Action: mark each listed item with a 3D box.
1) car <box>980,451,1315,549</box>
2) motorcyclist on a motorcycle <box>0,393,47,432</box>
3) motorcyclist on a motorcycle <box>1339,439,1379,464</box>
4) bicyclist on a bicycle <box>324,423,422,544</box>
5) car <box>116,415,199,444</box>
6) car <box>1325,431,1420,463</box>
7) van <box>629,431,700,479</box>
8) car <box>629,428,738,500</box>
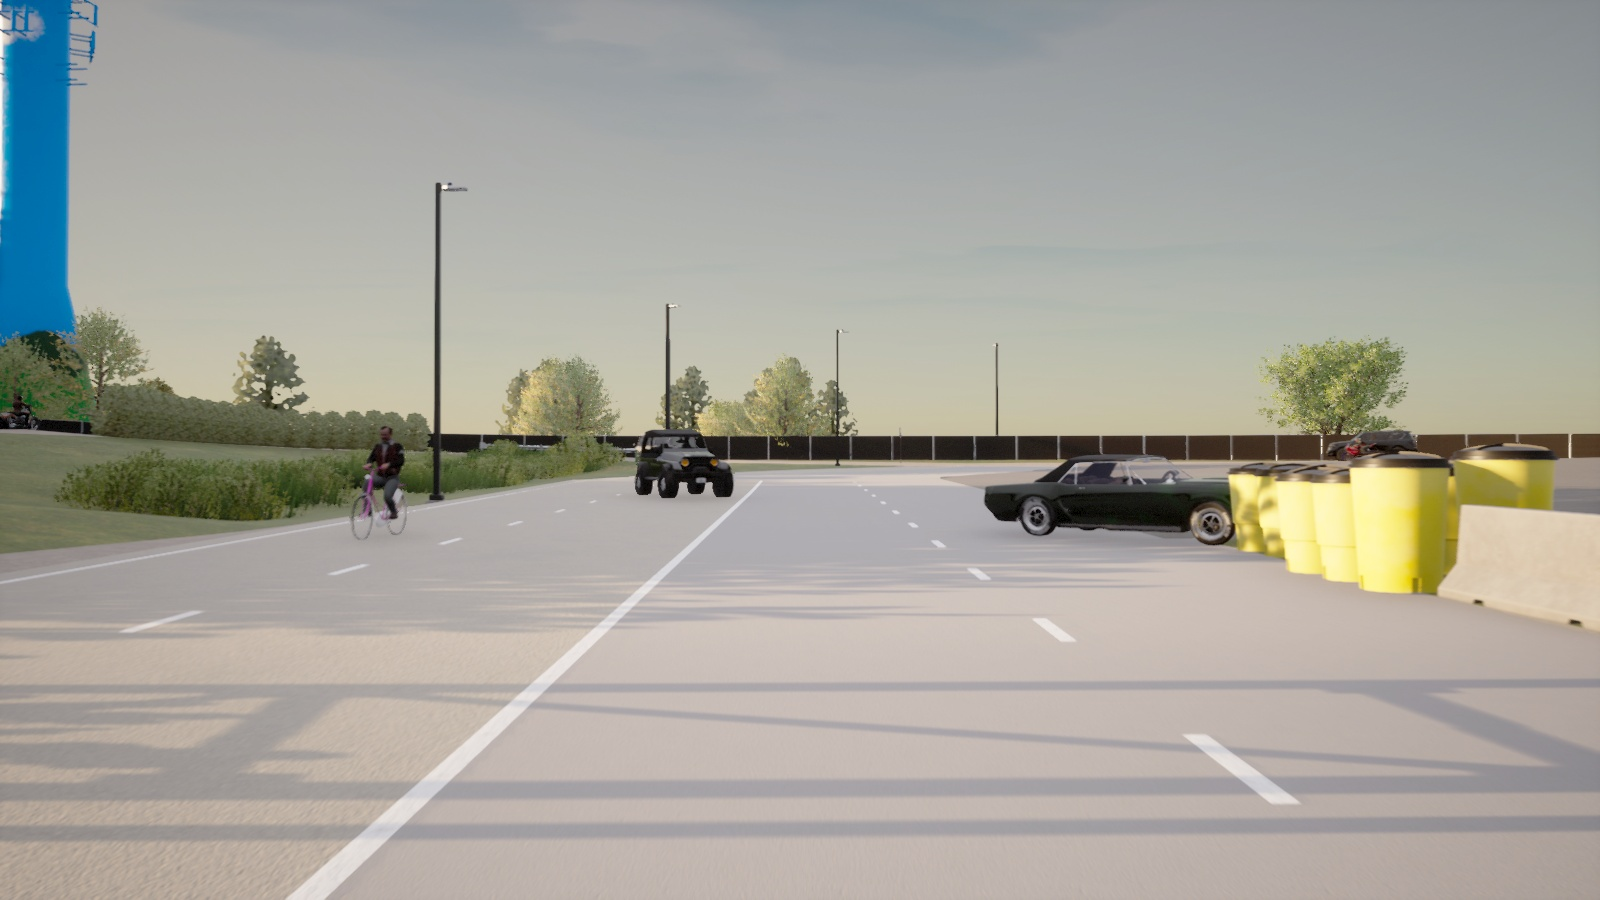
[{"bbox_3d":[5.379,0.735,19.860,4.718,1.301,1.895,-1,1,41],"label":"car"},{"bbox_3d":[-35.831,-1.713,57.833,0.766,1.649,2.350,0,-2,2],"label":"motorcyclist on a motorcycle"},{"bbox_3d":[36.186,0.091,81.339,2.191,1.530,0.866,-2,-1,16],"label":"motorcyclist on a motorcycle"},{"bbox_3d":[-6.568,0.494,19.424,0.659,1.776,1.843,1,0,8],"label":"bicyclist on a bicycle"},{"bbox_3d":[-37.067,-1.174,72.519,1.970,1.475,3.806,-1,-2,25],"label":"car"},{"bbox_3d":[38.364,-0.174,84.361,5.566,2.045,2.150,-1,-2,19],"label":"car"},{"bbox_3d":[-5.768,0.218,54.090,1.775,1.987,4.442,0,0,11],"label":"van"},{"bbox_3d":[-3.298,0.348,35.011,1.905,1.878,3.866,0,0,-24],"label":"car"}]
